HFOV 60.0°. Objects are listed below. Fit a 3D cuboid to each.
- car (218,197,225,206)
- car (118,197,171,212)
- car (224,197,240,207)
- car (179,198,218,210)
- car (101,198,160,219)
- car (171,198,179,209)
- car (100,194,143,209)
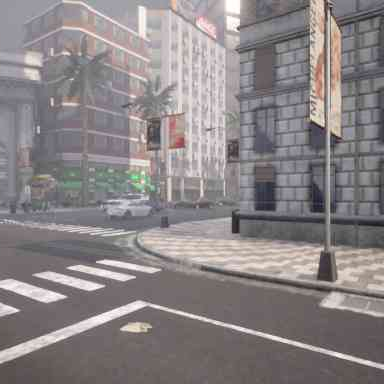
[{"bbox_3d":[4.926,1.491,53.578,4.902,1.511,2.128,0,0,-44],"label":"car"},{"bbox_3d":[-5.014,1.547,35.625,2.033,1.411,5.357,0,0,36],"label":"car"},{"bbox_3d":[7.483,1.564,51.198,4.181,1.385,1.994,0,0,-43],"label":"car"},{"bbox_3d":[0.951,1.478,43.602,1.882,1.535,5.008,0,0,38],"label":"car"},{"bbox_3d":[-5.265,1.526,28.988,1.812,1.442,4.674,0,0,36],"label":"car"},{"bbox_3d":[-1.727,1.526,45.821,1.812,1.442,4.674,0,0,37],"label":"car"},{"bbox_3d":[-7.728,1.221,37.819,2.150,2.045,5.566,0,0,36],"label":"car"}]
